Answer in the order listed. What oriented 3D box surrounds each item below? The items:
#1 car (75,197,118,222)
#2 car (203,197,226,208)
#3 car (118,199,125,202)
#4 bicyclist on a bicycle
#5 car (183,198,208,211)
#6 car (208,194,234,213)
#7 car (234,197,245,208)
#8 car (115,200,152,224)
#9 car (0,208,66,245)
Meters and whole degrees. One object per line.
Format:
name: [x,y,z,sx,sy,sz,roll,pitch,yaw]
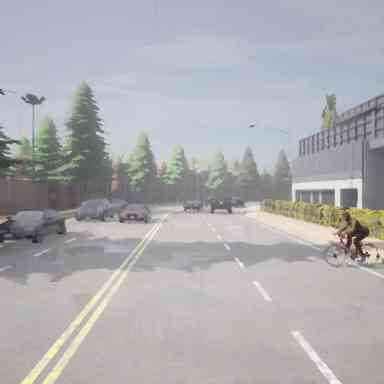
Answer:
car: [-7.661,1.343,26.555,2.097,1.767,4.553,0,0,-1]
car: [3.423,1.488,50.050,1.837,1.490,4.892,0,0,24]
car: [-7.602,1.481,33.559,2.128,1.511,4.902,0,0,2]
bicyclist on a bicycle: [4.719,1.416,9.843,1.656,1.620,0.582,0,0,-1]
car: [0.316,1.588,40.132,1.895,1.301,4.718,0,0,10]
car: [3.196,1.210,36.313,2.150,2.045,5.566,0,0,5]
car: [6.245,1.476,48.136,2.128,1.511,4.902,0,0,25]
car: [-4.126,1.556,24.756,1.994,1.385,4.181,0,0,-1]
car: [-7.464,1.521,15.779,1.812,1.442,4.674,0,0,-1]
